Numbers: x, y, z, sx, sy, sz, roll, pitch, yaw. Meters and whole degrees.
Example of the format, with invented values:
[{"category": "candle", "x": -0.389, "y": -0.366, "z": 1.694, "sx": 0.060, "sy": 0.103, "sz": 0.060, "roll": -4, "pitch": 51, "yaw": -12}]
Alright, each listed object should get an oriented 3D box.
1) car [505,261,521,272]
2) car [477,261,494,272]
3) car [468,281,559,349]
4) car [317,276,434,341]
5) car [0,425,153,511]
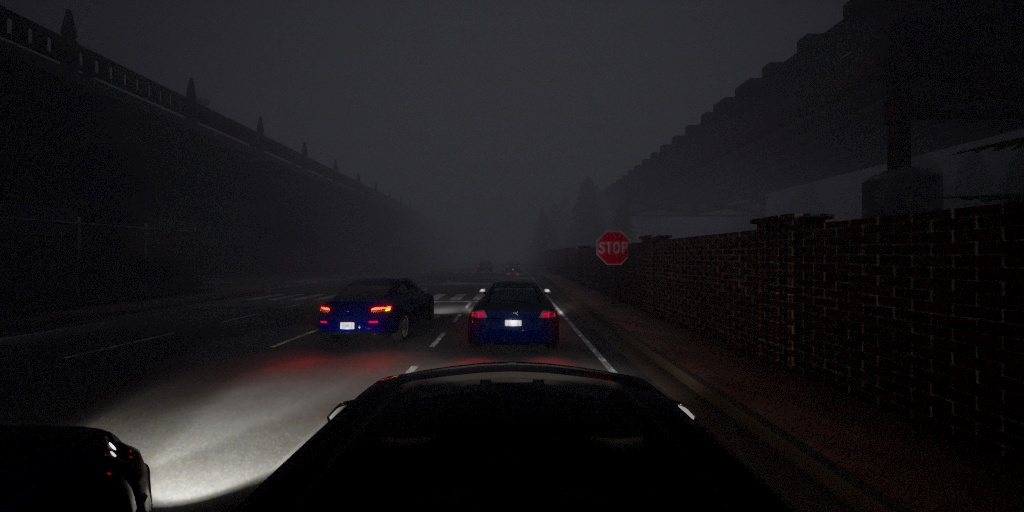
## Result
[{"category": "car", "x": 0.094, "y": 1.351, "z": 46.016, "sx": 1.895, "sy": 1.301, "sz": 4.718, "roll": 0, "pitch": 0, "yaw": -1}, {"category": "car", "x": -3.401, "y": 1.297, "z": 45.854, "sx": 2.033, "sy": 1.411, "sz": 5.357, "roll": 0, "pitch": 0, "yaw": -1}, {"category": "car", "x": 0.069, "y": 1.314, "z": 9.197, "sx": 1.994, "sy": 1.385, "sz": 4.181, "roll": 0, "pitch": 0, "yaw": 1}, {"category": "car", "x": -3.413, "y": 1.276, "z": 9.719, "sx": 1.812, "sy": 1.442, "sz": 4.674, "roll": 0, "pitch": 0, "yaw": 0}, {"category": "car", "x": -3.398, "y": 1.314, "z": 0.623, "sx": 1.994, "sy": 1.385, "sz": 4.181, "roll": 0, "pitch": 0, "yaw": 0}]
